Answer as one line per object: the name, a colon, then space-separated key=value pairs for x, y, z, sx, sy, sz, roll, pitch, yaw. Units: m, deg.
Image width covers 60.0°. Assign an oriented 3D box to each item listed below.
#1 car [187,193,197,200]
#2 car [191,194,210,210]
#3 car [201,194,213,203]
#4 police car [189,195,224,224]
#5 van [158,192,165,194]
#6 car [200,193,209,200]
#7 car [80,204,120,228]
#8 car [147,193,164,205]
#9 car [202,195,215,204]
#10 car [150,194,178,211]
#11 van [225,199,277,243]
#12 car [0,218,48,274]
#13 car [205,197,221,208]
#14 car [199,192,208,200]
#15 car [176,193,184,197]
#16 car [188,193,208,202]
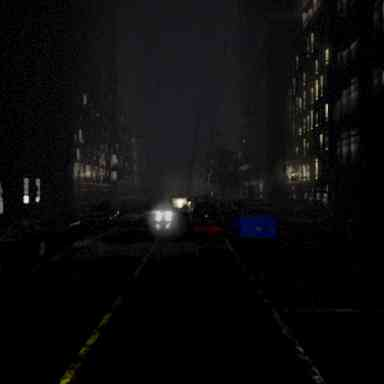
car: x=0.013 y=1.009 z=74.070 sx=1.994 sy=1.385 sz=4.181 roll=0 pitch=0 yaw=0
car: x=0.906 y=1.102 z=39.278 sx=2.097 sy=1.767 sz=4.553 roll=0 pitch=0 yaw=0
car: x=2.702 y=1.154 z=60.828 sx=2.008 sy=1.369 sz=4.403 roll=0 pitch=0 yaw=0
police car: x=0.904 y=1.277 z=23.419 sx=1.930 sy=1.638 sz=5.238 roll=0 pitch=0 yaw=0
van: x=-5.679 y=0.945 z=60.832 sx=1.690 sy=1.788 sz=3.998 roll=0 pitch=0 yaw=0
car: x=2.704 y=0.954 z=72.212 sx=1.967 sy=1.590 sz=4.097 roll=0 pitch=0 yaw=0
car: x=-5.687 y=1.449 z=20.986 sx=1.802 sy=1.307 sz=4.206 roll=0 pitch=0 yaw=0
car: x=-5.681 y=1.236 z=49.449 sx=2.008 sy=1.369 sz=4.403 roll=0 pitch=0 yaw=0
car: x=2.701 y=1.196 z=55.136 sx=2.008 sy=1.369 sz=4.403 roll=0 pitch=0 yaw=0
car: x=-3.087 y=1.255 z=37.362 sx=2.128 sy=1.511 sz=4.902 roll=0 pitch=0 yaw=0
van: x=2.693 y=1.244 z=15.289 sx=1.690 sy=1.788 sz=3.998 roll=0 pitch=0 yaw=0
car: x=-5.689 y=1.490 z=9.602 sx=2.008 sy=1.369 sz=4.403 roll=0 pitch=0 yaw=0
car: x=2.698 y=1.304 z=43.752 sx=1.802 sy=1.307 sz=4.206 roll=0 pitch=0 yaw=0
car: x=2.705 y=0.909 z=77.904 sx=1.967 sy=1.590 sz=4.097 roll=0 pitch=0 yaw=0
car: x=-2.986 y=0.873 z=78.786 sx=1.812 sy=1.442 sz=4.674 roll=0 pitch=0 yaw=0
car: x=0.905 y=1.140 z=33.278 sx=2.097 sy=1.767 sz=4.553 roll=0 pitch=0 yaw=0
